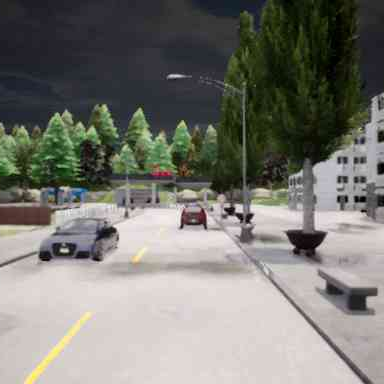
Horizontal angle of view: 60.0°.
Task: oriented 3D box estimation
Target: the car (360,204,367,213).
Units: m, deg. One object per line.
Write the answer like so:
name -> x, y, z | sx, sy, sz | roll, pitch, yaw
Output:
car -> 23.588, 2.124, 41.061 | 4.974, 1.542, 2.038 | 0, -1, 30

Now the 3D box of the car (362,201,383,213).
car -> 23.931, 1.911, 43.860 | 1.845, 1.501, 3.633 | 0, -1, 11

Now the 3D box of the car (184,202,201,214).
car -> -0.028, 1.991, 42.759 | 1.812, 1.442, 4.674 | 0, -1, -4

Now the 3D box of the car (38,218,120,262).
car -> -4.059, 1.702, 12.606 | 1.994, 1.385, 4.181 | 0, -1, 1

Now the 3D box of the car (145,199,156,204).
car -> -9.038, 2.238, 76.094 | 3.633, 1.501, 1.845 | 0, -1, 0

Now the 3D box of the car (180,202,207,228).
car -> 0.115, 1.744, 24.455 | 1.882, 1.535, 5.008 | 0, 0, 0
